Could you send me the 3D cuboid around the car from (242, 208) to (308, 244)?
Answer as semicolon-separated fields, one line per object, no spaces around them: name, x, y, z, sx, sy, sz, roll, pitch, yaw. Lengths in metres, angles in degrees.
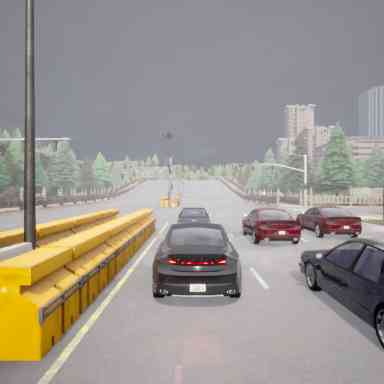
car;3.593;1.478;15.770;1.882;1.535;5.008;0;0;0

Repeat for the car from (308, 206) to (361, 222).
car;7.091;1.478;17.758;1.882;1.535;5.008;0;0;0

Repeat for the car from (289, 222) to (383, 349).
car;3.592;1.547;5.945;2.033;1.411;5.357;0;0;0

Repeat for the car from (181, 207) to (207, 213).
car;0.091;1.547;18.232;2.033;1.411;5.357;0;0;0

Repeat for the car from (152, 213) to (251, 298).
car;0.099;1.505;8.501;1.837;1.490;4.892;0;0;0
